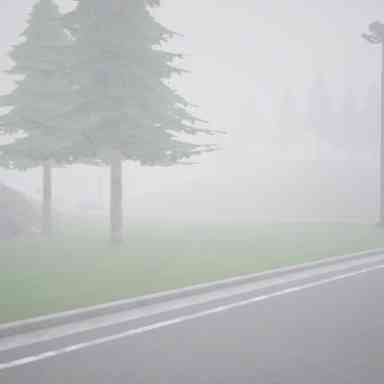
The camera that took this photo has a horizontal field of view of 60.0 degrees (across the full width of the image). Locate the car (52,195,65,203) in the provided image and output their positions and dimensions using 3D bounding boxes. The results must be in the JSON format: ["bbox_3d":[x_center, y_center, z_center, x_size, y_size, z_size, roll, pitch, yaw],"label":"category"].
[{"bbox_3d":[-21.235,1.251,52.226,1.812,1.442,4.674,0,0,-34],"label":"car"}]

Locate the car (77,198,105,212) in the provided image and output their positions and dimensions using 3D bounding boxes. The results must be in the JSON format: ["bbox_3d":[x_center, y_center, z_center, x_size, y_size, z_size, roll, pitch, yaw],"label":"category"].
[{"bbox_3d":[-11.826,1.501,38.894,2.128,1.511,4.902,0,0,-38],"label":"car"}]
